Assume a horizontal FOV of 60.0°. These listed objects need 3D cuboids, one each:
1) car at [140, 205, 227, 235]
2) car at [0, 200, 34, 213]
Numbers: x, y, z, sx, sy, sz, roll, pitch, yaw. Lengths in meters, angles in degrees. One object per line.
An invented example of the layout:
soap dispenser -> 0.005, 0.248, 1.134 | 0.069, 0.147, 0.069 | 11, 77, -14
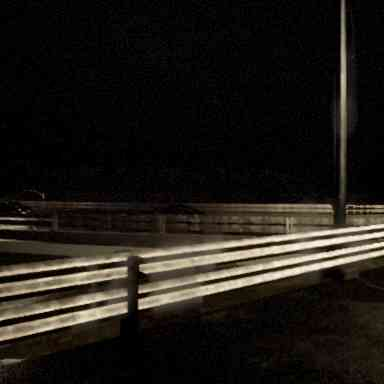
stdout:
car -> -0.496, 1.519, 18.733 | 4.892, 1.490, 1.837 | 0, 0, 12
car -> -17.068, 1.515, 31.180 | 4.892, 1.490, 1.837 | 0, 0, 23
